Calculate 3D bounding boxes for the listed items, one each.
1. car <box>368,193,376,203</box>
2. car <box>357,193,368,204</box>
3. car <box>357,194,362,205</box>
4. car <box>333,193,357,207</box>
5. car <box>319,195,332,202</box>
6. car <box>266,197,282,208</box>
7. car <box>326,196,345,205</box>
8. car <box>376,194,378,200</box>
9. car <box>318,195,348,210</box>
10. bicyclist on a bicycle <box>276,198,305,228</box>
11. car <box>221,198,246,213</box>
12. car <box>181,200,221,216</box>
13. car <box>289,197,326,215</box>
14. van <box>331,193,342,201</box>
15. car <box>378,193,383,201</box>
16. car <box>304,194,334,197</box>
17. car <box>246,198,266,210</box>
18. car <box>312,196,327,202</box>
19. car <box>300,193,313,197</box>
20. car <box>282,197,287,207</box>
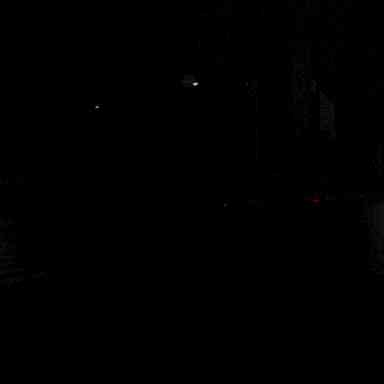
[{"bbox_3d":[33.334,1.100,63.883,2.192,1.841,5.009,0,0,35],"label":"car"},{"bbox_3d":[26.909,1.118,54.613,2.192,1.841,5.009,0,0,35],"label":"car"},{"bbox_3d":[23.699,1.378,49.978,1.947,1.339,4.313,0,0,35],"label":"car"},{"bbox_3d":[20.486,1.137,45.344,2.192,1.841,5.009,0,0,35],"label":"car"},{"bbox_3d":[29.545,1.428,73.380,1.802,1.307,4.206,0,0,35],"label":"car"},{"bbox_3d":[10.175,1.426,45.429,1.752,1.417,4.829,0,0,35],"label":"car"},{"bbox_3d":[23.280,1.354,53.887,1.812,1.442,4.674,-1,0,35],"label":"car"},{"bbox_3d":[36.643,1.303,68.656,1.752,1.417,4.829,-1,0,35],"label":"car"},{"bbox_3d":[17.275,1.377,40.709,1.887,1.381,4.507,0,0,35],"label":"car"},{"bbox_3d":[5.379,1.177,18.341,1.656,1.620,0.582,-1,0,35],"label":"bicyclist on a bicycle"},{"bbox_3d":[3.847,1.367,36.298,1.967,1.590,4.097,0,0,35],"label":"car"},{"bbox_3d":[0.636,1.525,31.664,1.802,1.307,4.206,0,0,35],"label":"car"},{"bbox_3d":[10.852,1.424,31.439,1.947,1.339,4.313,0,0,35],"label":"car"},{"bbox_3d":[35.967,1.186,82.653,1.690,1.788,3.998,-1,0,35],"label":"van"},{"bbox_3d":[42.969,1.359,77.786,1.802,1.307,4.206,-1,0,35],"label":"car"},{"bbox_3d":[17.422,1.337,45.431,2.128,1.511,4.902,-1,0,35],"label":"car"},{"bbox_3d":[7.060,1.495,40.934,1.802,1.307,4.206,0,0,35],"label":"car"},{"bbox_3d":[26.334,1.419,68.746,1.947,1.339,4.313,0,0,35],"label":"car"},{"bbox_3d":[19.908,1.416,59.475,1.887,1.381,4.507,0,0,35],"label":"car"},{"bbox_3d":[13.484,1.456,50.205,1.947,1.339,4.313,0,0,35],"label":"car"}]
